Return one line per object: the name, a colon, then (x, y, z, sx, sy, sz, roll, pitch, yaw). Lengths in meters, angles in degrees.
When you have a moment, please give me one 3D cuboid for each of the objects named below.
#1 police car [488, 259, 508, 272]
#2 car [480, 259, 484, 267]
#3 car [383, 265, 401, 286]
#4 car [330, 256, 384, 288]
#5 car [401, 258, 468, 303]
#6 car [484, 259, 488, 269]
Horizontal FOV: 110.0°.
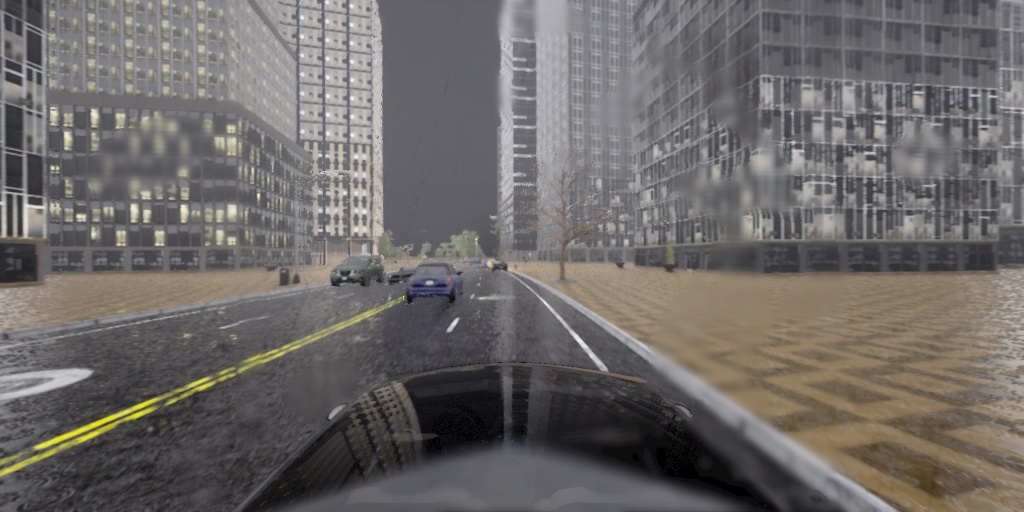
police car: (-1.642, 1.190, 46.368, 1.930, 1.638, 5.238, 0, 0, -7)
car: (-3.897, 1.260, 62.353, 1.882, 1.535, 5.008, 0, 0, -9)
car: (-7.362, 1.387, 25.535, 1.895, 1.301, 4.718, 0, 0, -4)
car: (-10.590, 1.020, 25.058, 2.150, 2.045, 5.566, 0, 0, -4)
car: (-3.484, 1.119, 16.981, 2.097, 1.767, 4.553, 0, 0, -2)
car: (-2.992, 1.231, 56.518, 1.801, 1.575, 5.366, 0, 0, -8)
